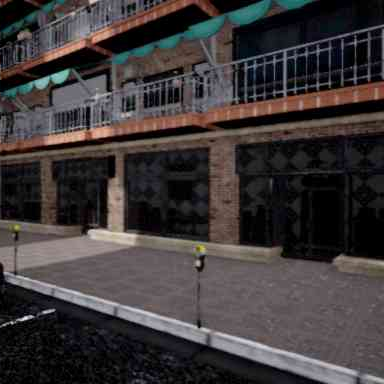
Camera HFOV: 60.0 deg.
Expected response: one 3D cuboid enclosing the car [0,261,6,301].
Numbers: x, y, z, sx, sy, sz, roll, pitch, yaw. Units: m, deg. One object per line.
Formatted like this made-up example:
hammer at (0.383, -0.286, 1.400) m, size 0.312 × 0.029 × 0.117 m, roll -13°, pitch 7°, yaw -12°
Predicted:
car at (-5.479, 1.575, 6.778) m, size 4.313 × 1.339 × 1.947 m, roll 0°, pitch 0°, yaw 36°
